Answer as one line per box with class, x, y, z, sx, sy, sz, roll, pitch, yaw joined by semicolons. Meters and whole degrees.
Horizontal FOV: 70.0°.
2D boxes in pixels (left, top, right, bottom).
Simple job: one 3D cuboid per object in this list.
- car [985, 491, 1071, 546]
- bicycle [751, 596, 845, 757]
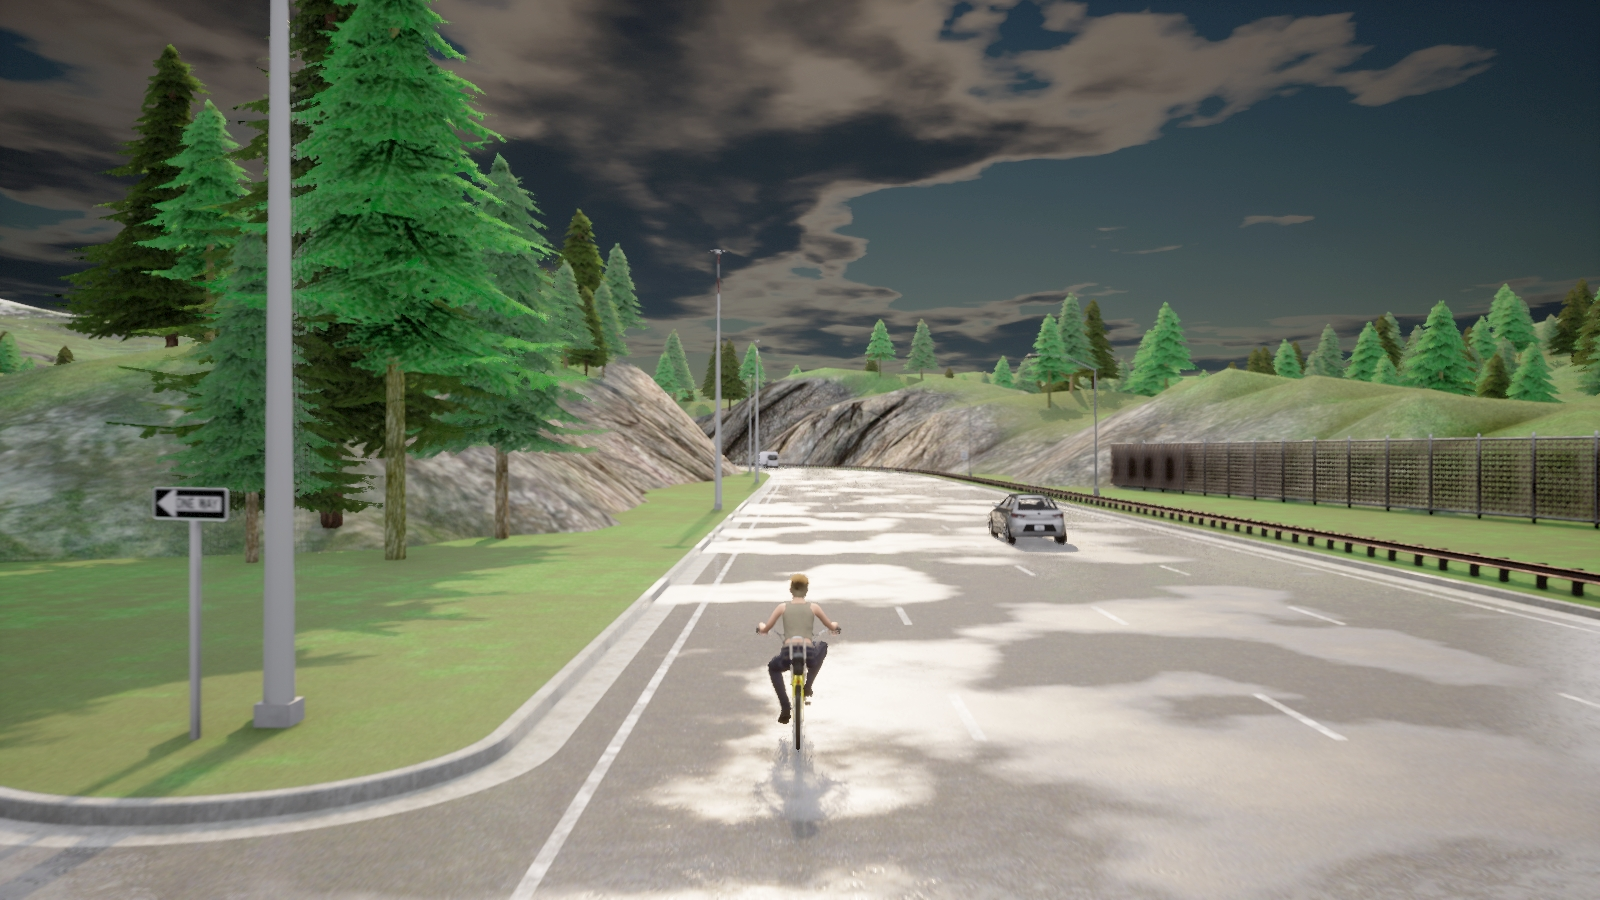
car;6.998;2.072;35.421;1.816;1.474;4.193;0;0;0
bicycle;-0.013;2.160;11.149;0.859;1.276;1.487;0;0;0
